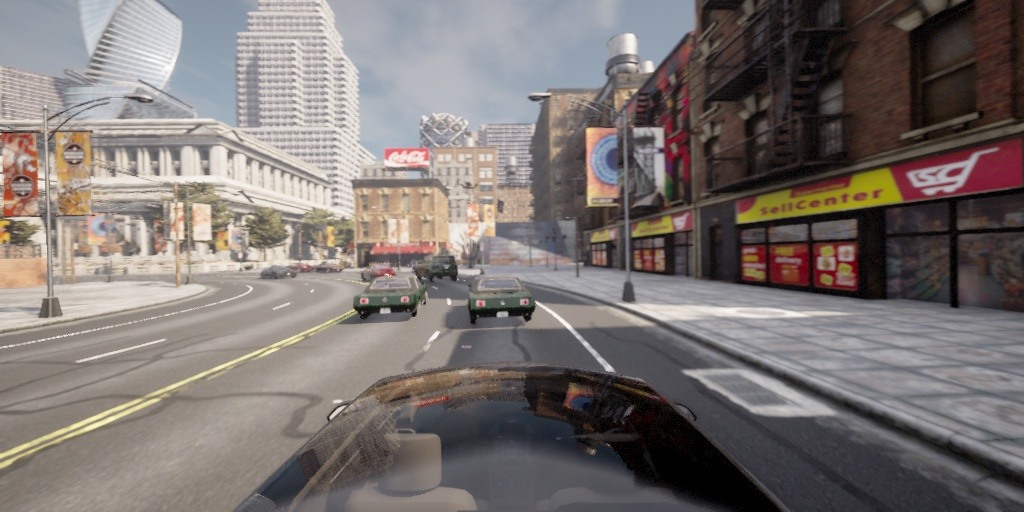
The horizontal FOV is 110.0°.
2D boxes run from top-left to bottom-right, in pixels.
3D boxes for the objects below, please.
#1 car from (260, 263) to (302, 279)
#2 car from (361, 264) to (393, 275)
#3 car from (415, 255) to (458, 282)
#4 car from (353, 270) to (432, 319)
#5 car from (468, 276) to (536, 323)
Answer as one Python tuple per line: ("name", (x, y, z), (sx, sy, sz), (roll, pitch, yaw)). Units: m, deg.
("car", (-24.489, 1.689, 37.624), (4.181, 1.385, 1.994), (-1, 0, 32))
("car", (-11.215, 1.375, 30.031), (1.812, 1.442, 4.674), (-1, 0, -35))
("car", (-6.152, 0.965, 28.771), (2.150, 2.045, 5.566), (-1, 0, -30))
("car", (-4.203, 1.384, 13.168), (1.895, 1.301, 4.718), (-1, 0, -8))
("car", (-0.522, 1.308, 12.029), (1.895, 1.301, 4.718), (-1, 0, -7))
